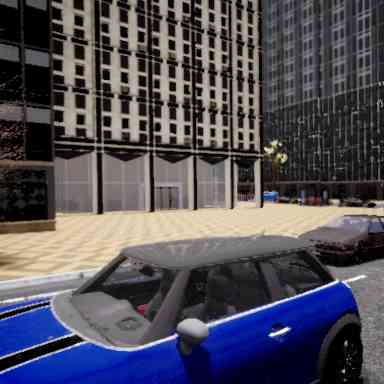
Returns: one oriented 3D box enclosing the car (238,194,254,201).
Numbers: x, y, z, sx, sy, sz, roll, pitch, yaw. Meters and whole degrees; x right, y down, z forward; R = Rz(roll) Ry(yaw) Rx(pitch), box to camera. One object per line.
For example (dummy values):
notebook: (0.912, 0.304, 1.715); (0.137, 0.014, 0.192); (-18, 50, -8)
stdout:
car: (9.372, 1.094, 64.979); (1.994, 1.385, 4.181); (-1, 1, -34)

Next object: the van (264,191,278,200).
van: (15.401, 0.793, 66.306); (1.690, 1.788, 3.998); (-1, 1, -34)

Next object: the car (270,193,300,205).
car: (14.881, 1.266, 52.167); (1.947, 1.339, 4.313); (-1, 1, -34)

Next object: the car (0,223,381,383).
car: (-0.211, 1.350, 3.538); (4.553, 1.767, 2.097); (0, 0, -36)

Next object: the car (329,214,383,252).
car: (6.065, 1.531, 12.033); (5.357, 1.411, 2.033); (0, 0, -36)

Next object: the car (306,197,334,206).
car: (18.049, 1.333, 47.449); (1.802, 1.307, 4.206); (-1, 1, -34)

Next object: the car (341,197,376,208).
car: (21.251, 1.366, 42.751); (1.947, 1.339, 4.313); (-1, 1, -34)
